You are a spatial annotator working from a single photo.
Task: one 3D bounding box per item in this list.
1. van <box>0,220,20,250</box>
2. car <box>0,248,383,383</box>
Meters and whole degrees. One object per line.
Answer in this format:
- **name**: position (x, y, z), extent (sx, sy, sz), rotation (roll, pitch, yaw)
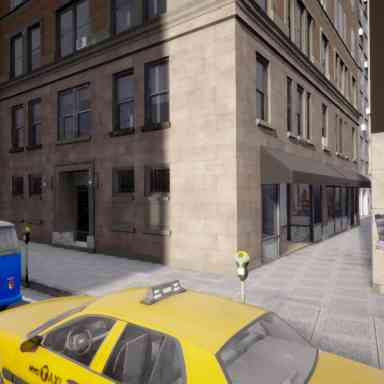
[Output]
- **van**: position (-4.946, 1.342, 6.404), extent (3.998, 1.788, 1.690), rotation (0, -1, 36)
- **car**: position (-0.473, 1.526, 3.198), extent (4.829, 1.417, 1.752), rotation (0, -1, 36)
